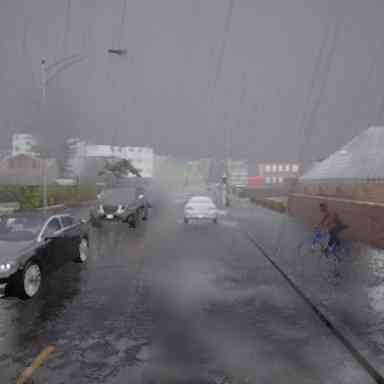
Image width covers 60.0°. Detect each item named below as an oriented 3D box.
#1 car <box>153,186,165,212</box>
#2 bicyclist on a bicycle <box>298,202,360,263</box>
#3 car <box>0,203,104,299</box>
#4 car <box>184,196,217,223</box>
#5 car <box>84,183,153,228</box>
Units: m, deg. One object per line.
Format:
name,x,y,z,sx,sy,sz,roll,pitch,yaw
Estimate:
car,-3.446,0.511,26.970,2.150,2.045,5.566,0,2,1
bicyclist on a bicycle,3.652,1.104,8.854,1.656,1.620,0.582,0,2,1
car,-3.949,1.258,7.943,2.128,1.511,4.902,0,2,1
car,0.496,0.969,19.818,1.812,1.442,4.674,0,2,1
car,-3.713,0.708,18.055,2.150,2.045,5.566,0,1,1
